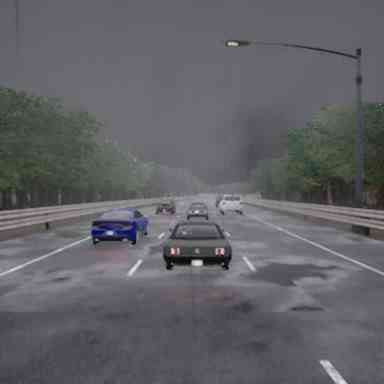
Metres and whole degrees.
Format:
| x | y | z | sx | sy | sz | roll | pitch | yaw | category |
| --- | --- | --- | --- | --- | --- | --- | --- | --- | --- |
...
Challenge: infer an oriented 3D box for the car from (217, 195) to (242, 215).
| x | y | z | sx | sy | sz | roll | pitch | yaw | category |
| --- | --- | --- | --- | --- | --- | --- | --- | --- | --- |
| 4.157 | 1.337 | 36.010 | 2.150 | 2.045 | 5.566 | 0 | 0 | 2 | car |

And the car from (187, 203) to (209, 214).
| x | y | z | sx | sy | sz | roll | pitch | yaw | category |
| --- | --- | --- | --- | --- | --- | --- | --- | --- | --- |
| 0.526 | 1.625 | 28.884 | 2.033 | 1.411 | 5.357 | 0 | 0 | 2 | car |

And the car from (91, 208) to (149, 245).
| x | y | z | sx | sy | sz | roll | pitch | yaw | category |
| --- | --- | --- | --- | --- | --- | --- | --- | --- | --- |
| -3.261 | 1.507 | 15.872 | 1.882 | 1.535 | 5.008 | 0 | 0 | 1 | car |

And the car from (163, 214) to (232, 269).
| x | y | z | sx | sy | sz | roll | pitch | yaw | category |
| --- | --- | --- | --- | --- | --- | --- | --- | --- | --- |
| 0.173 | 1.621 | 11.136 | 1.895 | 1.301 | 4.718 | 0 | 0 | 1 | car |

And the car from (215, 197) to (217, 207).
| x | y | z | sx | sy | sz | roll | pitch | yaw | category |
| --- | --- | --- | --- | --- | --- | --- | --- | --- | --- |
| 5.075 | 1.476 | 55.864 | 2.150 | 2.045 | 5.566 | 0 | 0 | 3 | car |

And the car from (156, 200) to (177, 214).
| x | y | z | sx | sy | sz | roll | pitch | yaw | category |
| --- | --- | --- | --- | --- | --- | --- | --- | --- | --- |
| -2.731 | 1.617 | 36.229 | 1.837 | 1.490 | 4.892 | 0 | 0 | 2 | car |

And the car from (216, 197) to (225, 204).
| x | y | z | sx | sy | sz | roll | pitch | yaw | category |
| --- | --- | --- | --- | --- | --- | --- | --- | --- | --- |
| 6.533 | 1.970 | 77.577 | 2.033 | 1.411 | 5.357 | 0 | 0 | 5 | car |
